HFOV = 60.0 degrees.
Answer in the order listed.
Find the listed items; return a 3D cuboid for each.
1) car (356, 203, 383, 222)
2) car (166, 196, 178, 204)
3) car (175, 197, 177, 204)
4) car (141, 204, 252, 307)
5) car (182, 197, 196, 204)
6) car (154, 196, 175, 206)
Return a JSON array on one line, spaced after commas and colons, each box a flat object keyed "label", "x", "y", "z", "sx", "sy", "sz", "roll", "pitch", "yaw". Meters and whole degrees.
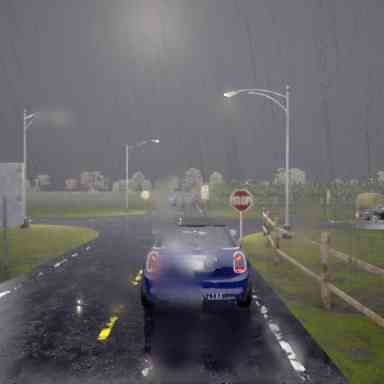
[{"label": "car", "x": 14.661, "y": 1.483, "z": 24.294, "sx": 4.902, "sy": 1.511, "sz": 2.128, "roll": 0, "pitch": 0, "yaw": 9}, {"label": "car", "x": -3.726, "y": 1.494, "z": 62.748, "sx": 2.033, "sy": 1.411, "sz": 5.357, "roll": 0, "pitch": 0, "yaw": -1}, {"label": "car", "x": -3.439, "y": 1.440, "z": 50.233, "sx": 1.882, "sy": 1.535, "sz": 5.008, "roll": 0, "pitch": 0, "yaw": -1}, {"label": "car", "x": 0.072, "y": 1.349, "z": 8.128, "sx": 2.097, "sy": 1.767, "sz": 4.553, "roll": 0, "pitch": 0, "yaw": 0}, {"label": "car", "x": -0.493, "y": 1.454, "z": 49.456, "sx": 2.128, "sy": 1.511, "sz": 4.902, "roll": 0, "pitch": 0, "yaw": -1}, {"label": "car", "x": -3.204, "y": 1.481, "z": 38.225, "sx": 1.837, "sy": 1.490, "sz": 4.892, "roll": 0, "pitch": 0, "yaw": -1}]
